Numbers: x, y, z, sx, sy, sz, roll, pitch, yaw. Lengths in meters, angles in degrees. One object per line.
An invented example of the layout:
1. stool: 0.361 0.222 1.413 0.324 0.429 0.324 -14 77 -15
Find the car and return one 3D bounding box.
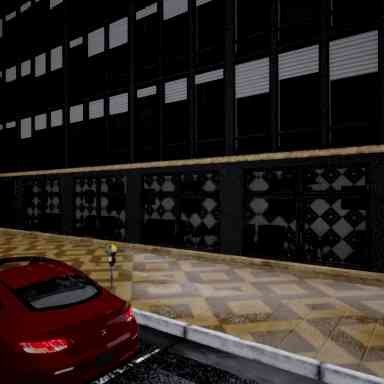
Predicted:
1. car: -2.578 1.582 4.665 4.206 1.307 1.802 0 0 35
